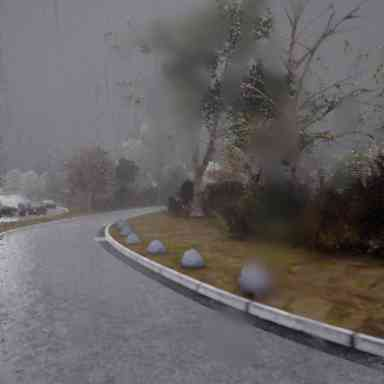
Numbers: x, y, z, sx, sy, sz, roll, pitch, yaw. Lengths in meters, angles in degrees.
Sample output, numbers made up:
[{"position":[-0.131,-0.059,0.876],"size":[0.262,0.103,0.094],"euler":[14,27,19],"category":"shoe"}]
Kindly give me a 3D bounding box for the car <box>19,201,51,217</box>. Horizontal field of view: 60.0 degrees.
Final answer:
[{"position":[-17.497,2.005,36.719],"size":[1.895,1.301,4.718],"euler":[0,-1,-10],"category":"car"}]

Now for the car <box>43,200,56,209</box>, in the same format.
[{"position":[-23.270,1.976,53.726],"size":[1.882,1.535,5.008],"euler":[0,0,-30],"category":"car"}]

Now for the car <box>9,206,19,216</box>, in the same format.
[{"position":[-20.411,1.997,35.032],"size":[1.895,1.301,4.718],"euler":[0,-1,-8],"category":"car"}]

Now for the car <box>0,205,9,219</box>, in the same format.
[{"position":[-17.120,1.803,26.042],"size":[2.033,1.411,5.357],"euler":[0,-1,3],"category":"car"}]
